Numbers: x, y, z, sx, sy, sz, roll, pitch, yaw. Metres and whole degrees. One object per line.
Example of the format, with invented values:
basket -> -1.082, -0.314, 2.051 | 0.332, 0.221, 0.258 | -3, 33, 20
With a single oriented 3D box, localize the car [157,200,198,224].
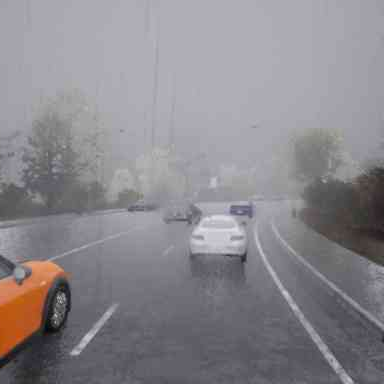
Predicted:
car -> -0.546, 1.522, 23.952 | 2.033, 1.411, 5.357 | 0, 0, 13

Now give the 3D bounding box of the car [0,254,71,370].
car -> -3.187, 1.338, 3.916 | 2.097, 1.767, 4.553 | 0, 0, 2

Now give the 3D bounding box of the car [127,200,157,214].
car -> -5.008, 1.539, 34.954 | 1.895, 1.301, 4.718 | 0, 0, 18

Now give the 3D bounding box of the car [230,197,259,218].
car -> 4.635, 1.468, 29.827 | 1.882, 1.535, 5.008 | 0, 0, 16

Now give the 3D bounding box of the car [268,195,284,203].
car -> 18.063, 1.431, 71.610 | 1.882, 1.535, 5.008 | 1, 0, 37

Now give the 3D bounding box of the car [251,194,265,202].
car -> 14.050, 1.299, 72.142 | 2.097, 1.767, 4.553 | 0, 0, 35

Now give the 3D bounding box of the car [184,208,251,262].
car -> 1.011, 1.519, 12.133 | 1.812, 1.442, 4.674 | 0, 0, 7
